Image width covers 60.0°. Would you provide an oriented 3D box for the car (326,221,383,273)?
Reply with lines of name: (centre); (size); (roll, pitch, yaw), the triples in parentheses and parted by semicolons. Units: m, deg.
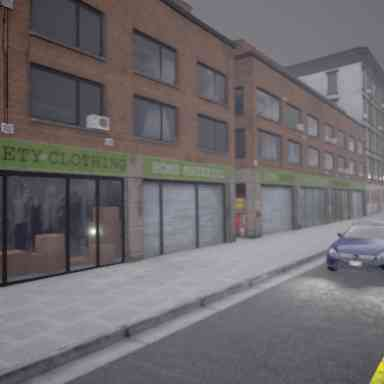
car: (5.898, 1.690, 10.786); (1.812, 1.442, 4.674); (-2, -2, 40)
